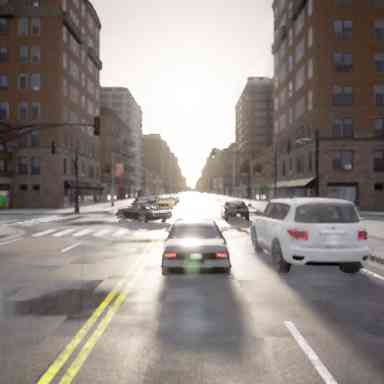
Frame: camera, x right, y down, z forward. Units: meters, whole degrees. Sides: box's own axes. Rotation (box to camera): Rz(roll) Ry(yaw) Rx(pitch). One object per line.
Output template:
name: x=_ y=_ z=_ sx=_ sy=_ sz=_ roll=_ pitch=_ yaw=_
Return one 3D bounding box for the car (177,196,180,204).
car: x=-3.257 y=1.414 z=51.475 sx=1.994 sy=1.385 sz=4.181 roll=0 pitch=0 yaw=0

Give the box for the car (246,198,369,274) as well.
car: x=3.373 y=1.188 z=10.612 sx=2.150 sy=2.045 sz=5.566 roll=0 pitch=0 yaw=0

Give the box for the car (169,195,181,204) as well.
car: x=-3.160 y=1.364 z=62.026 sx=2.033 sy=1.411 sz=5.357 roll=0 pitch=0 yaw=0

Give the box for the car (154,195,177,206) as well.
car: x=-3.284 y=1.356 z=42.522 sx=1.882 sy=1.535 sz=5.008 roll=0 pitch=0 yaw=0

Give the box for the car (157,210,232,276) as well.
car: x=0.104 y=1.518 z=10.174 sx=2.033 sy=1.411 sz=5.357 roll=0 pitch=0 yaw=0

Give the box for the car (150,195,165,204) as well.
car: x=-6.409 y=1.309 z=62.361 sx=2.128 sy=1.511 sz=4.902 roll=0 pitch=0 yaw=0

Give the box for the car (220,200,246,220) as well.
car: x=3.392 y=1.426 z=26.685 sx=1.837 sy=1.490 sz=4.892 roll=0 pitch=0 yaw=0

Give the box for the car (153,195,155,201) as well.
car: x=-6.499 y=1.328 z=52.248 sx=1.882 sy=1.535 sz=5.008 roll=0 pitch=0 yaw=0

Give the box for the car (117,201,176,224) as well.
car: x=-3.597 y=1.532 z=24.211 sx=1.895 sy=1.301 sz=4.718 roll=0 pitch=0 yaw=-42

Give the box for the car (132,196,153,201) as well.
car: x=-6.533 y=1.385 z=42.763 sx=1.837 sy=1.490 sz=4.892 roll=0 pitch=0 yaw=0
